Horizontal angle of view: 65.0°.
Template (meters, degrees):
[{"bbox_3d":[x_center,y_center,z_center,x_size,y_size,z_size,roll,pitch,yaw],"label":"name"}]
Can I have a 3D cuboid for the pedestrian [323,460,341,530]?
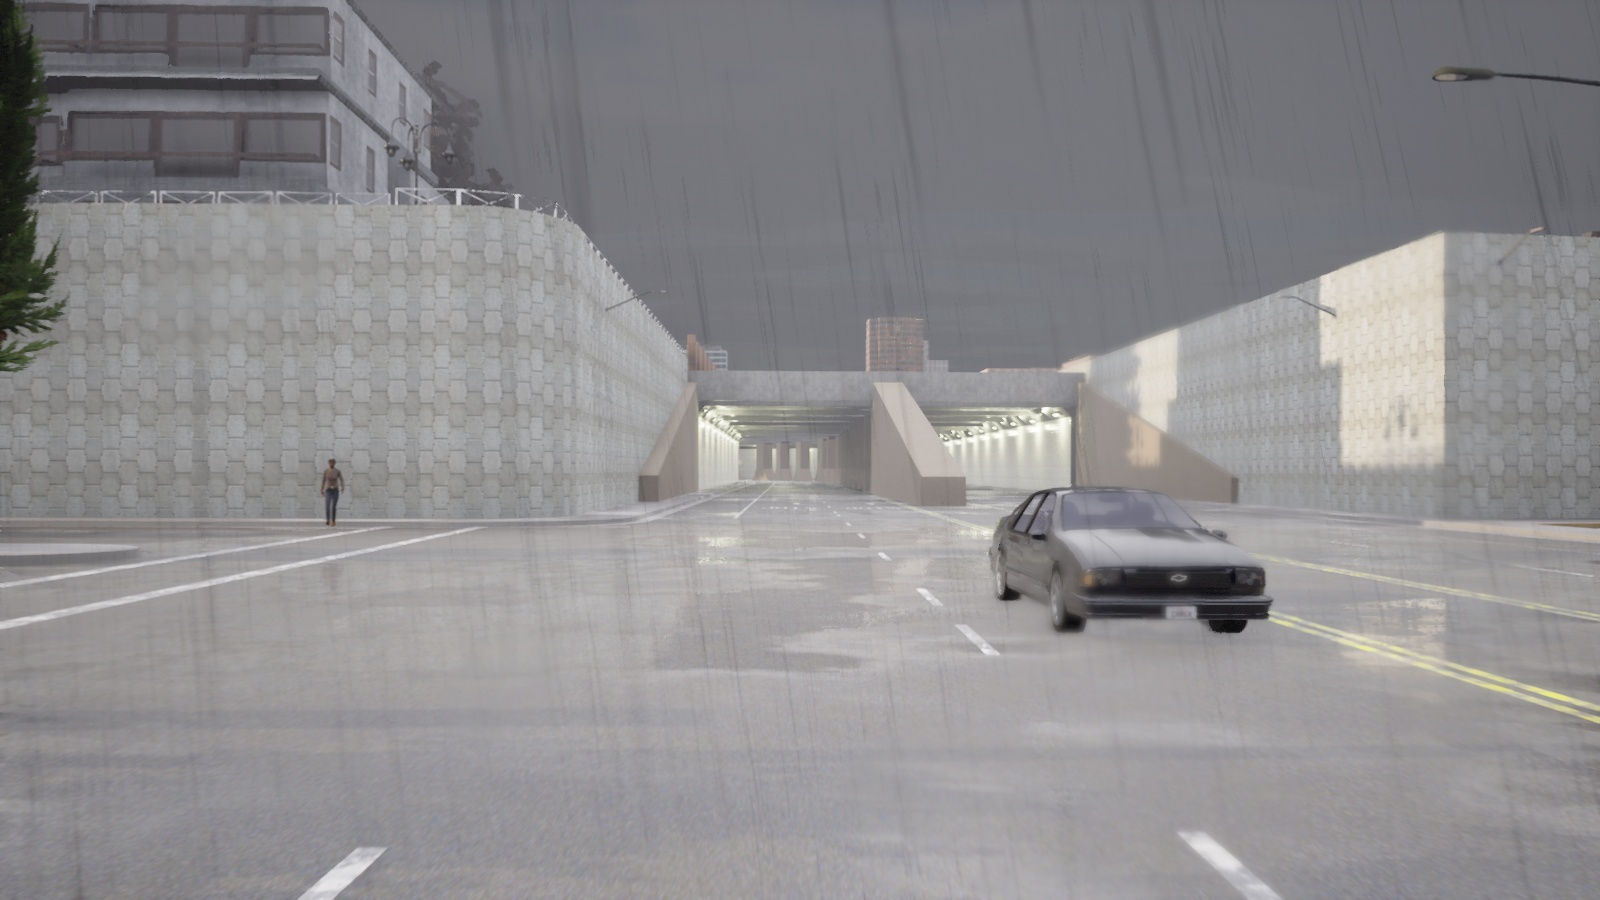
[{"bbox_3d":[-12.281,1.176,32.966,0.328,1.805,0.869,0,-1,-13],"label":"pedestrian"}]

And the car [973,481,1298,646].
[{"bbox_3d":[3.359,1.080,13.879,2.033,1.411,5.357,0,-1,-1],"label":"car"}]
